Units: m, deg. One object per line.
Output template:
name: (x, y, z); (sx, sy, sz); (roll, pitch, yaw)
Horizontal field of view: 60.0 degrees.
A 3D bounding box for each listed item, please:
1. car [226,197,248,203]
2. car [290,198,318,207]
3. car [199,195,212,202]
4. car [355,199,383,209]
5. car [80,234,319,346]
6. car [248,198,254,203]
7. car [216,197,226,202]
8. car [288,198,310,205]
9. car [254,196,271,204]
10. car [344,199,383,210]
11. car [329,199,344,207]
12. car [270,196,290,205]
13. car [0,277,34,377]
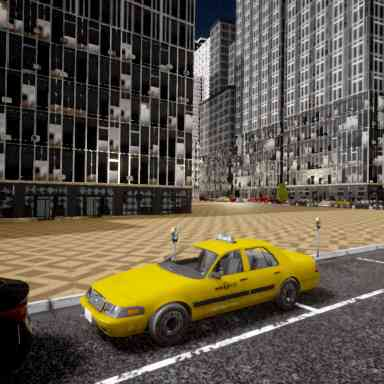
car: (9.957, 1.730, 74.286); (1.967, 1.590, 4.097); (1, -1, -22)
car: (18.391, 1.716, 53.568); (2.008, 1.369, 4.403); (1, -1, -22)
car: (3.632, 1.698, 89.824); (2.192, 1.841, 5.009); (1, -1, -22)
car: (27.793, 1.833, 51.372); (2.008, 1.369, 4.403); (1, -1, -22)
car: (0.435, 1.528, 6.341); (4.829, 1.417, 1.752); (0, 1, -35)
car: (15.133, 2.052, 82.460); (1.802, 1.307, 4.206); (1, -1, -22)
car: (7.911, 1.845, 79.306); (1.752, 1.417, 4.829); (1, -1, -22)
car: (21.463, 1.927, 66.916); (2.008, 1.369, 4.403); (1, -1, -22)
car: (17.247, 1.754, 77.282); (2.192, 1.841, 5.009); (1, -1, -22)
car: (22.609, 1.653, 43.210); (2.008, 1.369, 4.403); (1, -1, -22)
car: (25.619, 1.840, 56.711); (1.752, 1.417, 4.829); (1, -1, -22)
car: (16.284, 1.636, 58.749); (1.967, 1.590, 4.097); (1, -1, -22)
car: (-3.928, 1.565, 3.283); (4.313, 1.339, 1.947); (0, 1, -36)
